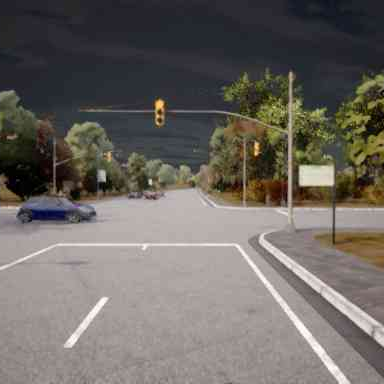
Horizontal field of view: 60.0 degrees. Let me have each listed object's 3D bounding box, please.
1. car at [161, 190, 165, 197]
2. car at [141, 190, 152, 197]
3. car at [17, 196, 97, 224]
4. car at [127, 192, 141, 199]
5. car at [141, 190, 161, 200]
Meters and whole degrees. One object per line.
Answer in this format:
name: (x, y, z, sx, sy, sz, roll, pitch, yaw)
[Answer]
car: (-7.029, 0.411, 73.194, 1.837, 1.490, 4.892, 0, 1, 0)
car: (-10.530, 0.307, 76.679, 1.837, 1.490, 4.892, 0, 1, 0)
car: (-8.460, 1.033, 21.117, 4.553, 1.767, 2.097, 0, 1, 3)
car: (-10.572, 0.655, 61.301, 1.994, 1.385, 4.181, 0, 1, 0)
car: (-7.089, 0.621, 57.761, 1.882, 1.535, 5.008, 0, 1, 0)
